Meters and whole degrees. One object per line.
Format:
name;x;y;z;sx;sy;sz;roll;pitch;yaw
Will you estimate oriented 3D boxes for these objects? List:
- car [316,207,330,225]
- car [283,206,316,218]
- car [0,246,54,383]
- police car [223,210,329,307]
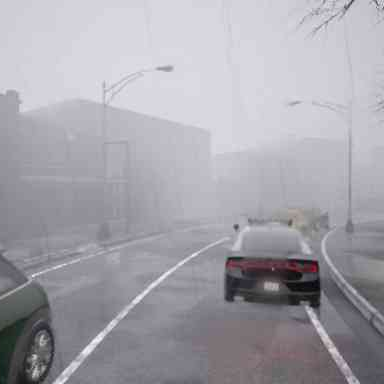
car;7.747;1.693;21.995;1.837;1.490;4.892;1;0;34
car;5.056;1.594;17.295;1.801;1.575;5.366;0;0;26
car;-2.915;1.364;2.334;2.097;1.767;4.553;0;0;5
police car;1.960;1.488;8.411;1.930;1.638;5.238;0;0;12
